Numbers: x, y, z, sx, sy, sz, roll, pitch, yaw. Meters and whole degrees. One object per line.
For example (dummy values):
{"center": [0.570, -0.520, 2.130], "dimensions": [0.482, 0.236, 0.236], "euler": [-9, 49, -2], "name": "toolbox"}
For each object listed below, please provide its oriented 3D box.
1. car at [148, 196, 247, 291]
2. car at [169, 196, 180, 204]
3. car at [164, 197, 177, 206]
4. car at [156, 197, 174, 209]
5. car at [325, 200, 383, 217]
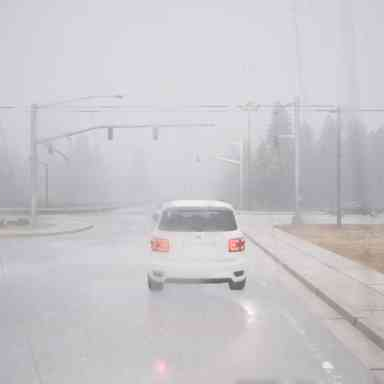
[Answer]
{"center": [0.062, 1.218, 9.178], "dimensions": [2.150, 2.045, 5.566], "euler": [0, 0, -2], "name": "car"}
{"center": [-3.471, 1.564, 65.840], "dimensions": [1.994, 1.385, 4.181], "euler": [0, 0, 1], "name": "car"}
{"center": [-3.595, 1.564, 55.757], "dimensions": [1.994, 1.385, 4.181], "euler": [0, 0, 0], "name": "car"}
{"center": [-3.613, 1.492, 45.209], "dimensions": [2.128, 1.511, 4.902], "euler": [0, 0, 0], "name": "car"}
{"center": [14.882, 1.518, 30.593], "dimensions": [4.902, 1.511, 2.128], "euler": [0, 0, 1], "name": "car"}
